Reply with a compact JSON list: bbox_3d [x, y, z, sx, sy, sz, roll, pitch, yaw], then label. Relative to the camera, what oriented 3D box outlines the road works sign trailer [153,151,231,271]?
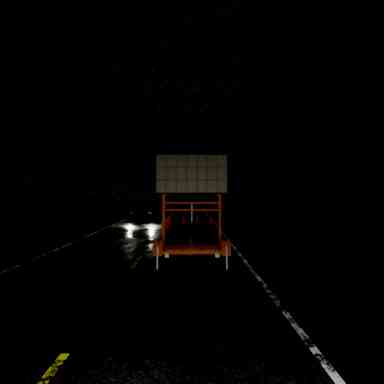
[{"bbox_3d":[-0.009,0.463,10.937,2.380,3.560,2.880,0,0,-1],"label":"road works sign trailer"}]

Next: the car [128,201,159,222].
[{"bbox_3d":[-3.740,1.476,26.175,1.882,1.535,5.008,0,0,-1],"label":"car"}]
